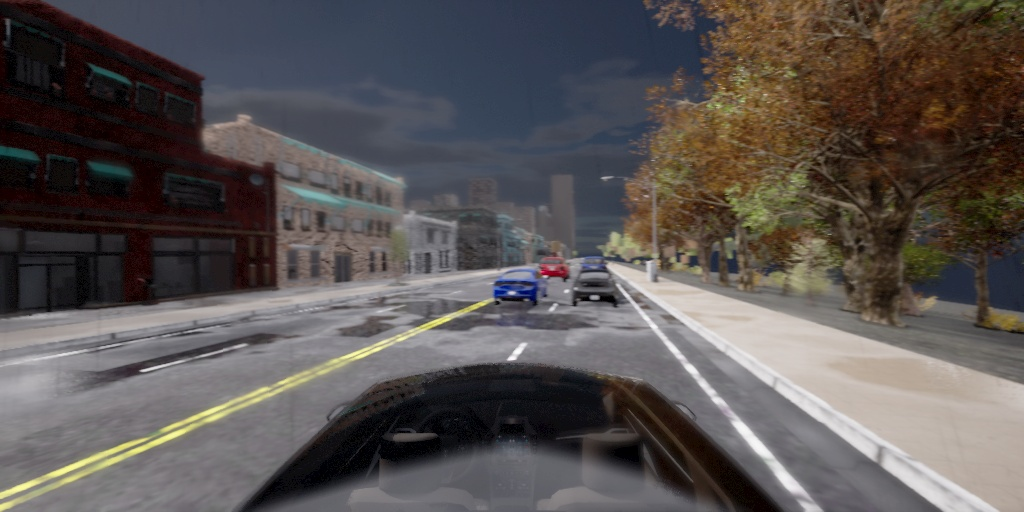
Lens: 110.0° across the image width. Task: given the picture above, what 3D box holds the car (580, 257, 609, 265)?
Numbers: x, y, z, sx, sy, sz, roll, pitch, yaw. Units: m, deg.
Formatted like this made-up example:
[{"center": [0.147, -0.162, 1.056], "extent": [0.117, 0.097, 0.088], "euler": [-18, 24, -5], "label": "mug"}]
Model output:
[{"center": [6.939, 1.096, 30.281], "extent": [2.150, 2.045, 5.566], "euler": [-1, 0, 13], "label": "car"}]

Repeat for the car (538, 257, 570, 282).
[{"center": [3.772, 1.140, 31.010], "extent": [2.150, 2.045, 5.566], "euler": [-1, 0, 13], "label": "car"}]

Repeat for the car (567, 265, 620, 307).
[{"center": [3.671, 1.320, 15.930], "extent": [1.837, 1.490, 4.892], "euler": [-1, 0, 13], "label": "car"}]

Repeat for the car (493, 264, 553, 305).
[{"center": [0.544, 1.334, 16.824], "extent": [1.882, 1.535, 5.008], "euler": [-1, 0, 13], "label": "car"}]
